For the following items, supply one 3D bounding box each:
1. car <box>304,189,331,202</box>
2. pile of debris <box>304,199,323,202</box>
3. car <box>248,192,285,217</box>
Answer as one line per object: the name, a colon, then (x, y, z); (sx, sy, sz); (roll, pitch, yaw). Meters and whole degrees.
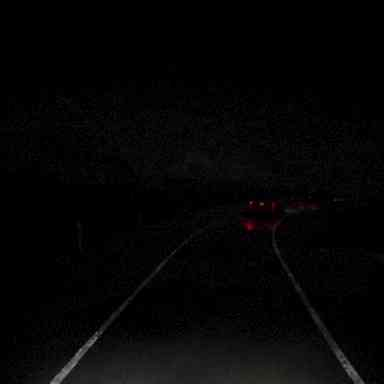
car: (14.622, 0.351, 38.688); (1.812, 1.442, 4.674); (3, 5, 41)
pile of debris: (14.077, 1.004, 38.604); (1.500, 0.140, 1.860); (4, 5, 42)
car: (5.750, 0.795, 25.190); (2.097, 1.767, 4.553); (2, 3, 24)
